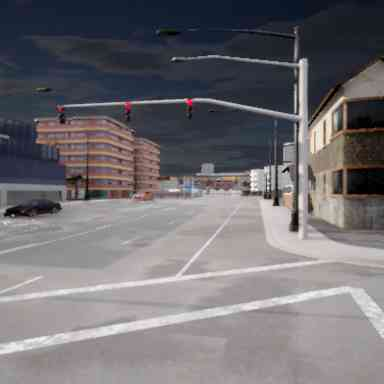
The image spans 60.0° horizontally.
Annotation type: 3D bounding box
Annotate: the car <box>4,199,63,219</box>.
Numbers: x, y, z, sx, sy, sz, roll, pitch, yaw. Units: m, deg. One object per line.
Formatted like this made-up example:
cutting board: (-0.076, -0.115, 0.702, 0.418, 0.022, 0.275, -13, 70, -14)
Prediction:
car: (-12.859, 1.315, 27.429, 2.033, 1.411, 5.357, 0, 1, 11)

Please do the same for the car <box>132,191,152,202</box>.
car: (-7.865, 0.580, 52.641, 2.097, 1.767, 4.553, 0, 0, 12)
